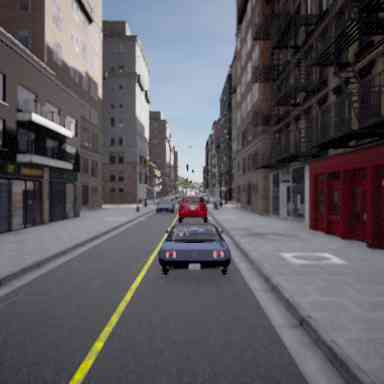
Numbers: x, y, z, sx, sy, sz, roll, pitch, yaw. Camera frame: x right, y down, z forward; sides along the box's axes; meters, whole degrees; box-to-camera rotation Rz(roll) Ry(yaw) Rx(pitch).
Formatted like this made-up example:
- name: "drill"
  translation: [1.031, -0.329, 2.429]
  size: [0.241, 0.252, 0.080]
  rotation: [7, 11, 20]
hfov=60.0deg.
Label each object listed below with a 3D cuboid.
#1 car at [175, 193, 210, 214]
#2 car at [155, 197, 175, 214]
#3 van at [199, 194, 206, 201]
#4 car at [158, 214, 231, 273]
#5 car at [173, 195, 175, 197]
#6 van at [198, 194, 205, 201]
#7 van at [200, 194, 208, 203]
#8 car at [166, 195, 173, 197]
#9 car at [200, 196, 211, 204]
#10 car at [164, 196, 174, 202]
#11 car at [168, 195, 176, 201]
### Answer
- name: "car"
  translation: [0.079, 1.247, 26.044]
  size: [2.150, 2.045, 5.566]
  rotation: [0, 0, 0]
- name: "car"
  translation: [-2.817, 1.578, 36.096]
  size: [2.033, 1.411, 5.357]
  rotation: [0, 0, 0]
- name: "van"
  translation: [2.634, 1.388, 84.006]
  size: [1.690, 1.788, 3.998]
  rotation: [0, 0, 0]
- name: "car"
  translation: [0.079, 1.611, 10.633]
  size: [1.895, 1.301, 4.718]
  rotation: [0, 0, 0]
- name: "car"
  translation: [-5.391, 1.627, 72.641]
  size: [1.802, 1.307, 4.206]
  rotation: [0, 0, 0]
- name: "van"
  translation: [2.634, 1.388, 89.688]
  size: [1.690, 1.788, 3.998]
  rotation: [0, 0, 0]
- name: "van"
  translation: [2.634, 1.386, 72.641]
  size: [1.690, 1.788, 3.998]
  rotation: [0, 0, 0]
- name: "car"
  translation: [-5.391, 1.610, 66.959]
  size: [1.947, 1.339, 4.313]
  rotation: [0, 0, 0]
- name: "car"
  translation: [2.635, 1.594, 66.959]
  size: [2.008, 1.369, 4.403]
  rotation: [0, 0, 0]
- name: "car"
  translation: [-5.391, 1.612, 78.323]
  size: [1.947, 1.339, 4.313]
  rotation: [0, 0, 0]
- name: "car"
  translation: [-5.391, 1.598, 89.688]
  size: [2.008, 1.369, 4.403]
  rotation: [0, 0, 0]
